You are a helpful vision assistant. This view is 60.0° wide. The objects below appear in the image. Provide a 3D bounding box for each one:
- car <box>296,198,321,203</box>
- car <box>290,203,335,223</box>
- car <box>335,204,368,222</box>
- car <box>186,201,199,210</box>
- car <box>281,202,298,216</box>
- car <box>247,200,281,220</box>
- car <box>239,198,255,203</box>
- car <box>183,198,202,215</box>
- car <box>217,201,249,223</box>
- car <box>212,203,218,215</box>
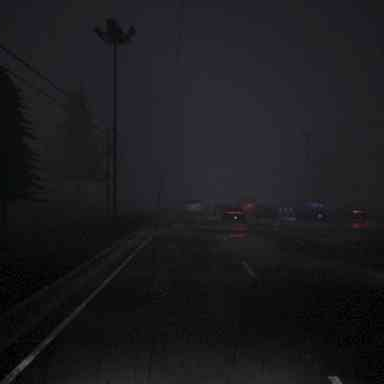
[{"bbox_3d":[14.092,1.736,40.656,2.150,2.045,5.566,0,-1,0],"label":"car"},{"bbox_3d":[10.600,1.937,29.529,1.994,1.385,4.181,0,-1,0],"label":"car"},{"bbox_3d":[14.100,1.875,30.288,2.128,1.511,4.902,0,-1,0],"label":"car"},{"bbox_3d":[0.103,2.271,56.133,1.994,1.385,4.181,0,-1,0],"label":"car"},{"bbox_3d":[10.585,2.053,40.021,2.033,1.411,5.357,0,-1,0],"label":"car"},{"bbox_3d":[7.102,1.898,33.248,1.882,1.535,5.008,0,-1,0],"label":"car"},{"bbox_3d":[7.086,1.768,43.277,2.150,2.045,5.566,0,-1,1],"label":"car"},{"bbox_3d":[0.101,1.750,41.587,2.150,2.045,5.566,0,0,0],"label":"car"},{"bbox_3d":[3.600,1.883,29.805,1.837,1.490,4.892,0,0,0],"label":"car"},{"bbox_3d":[3.586,2.065,40.979,2.033,1.411,5.357,0,-1,0],"label":"car"}]
